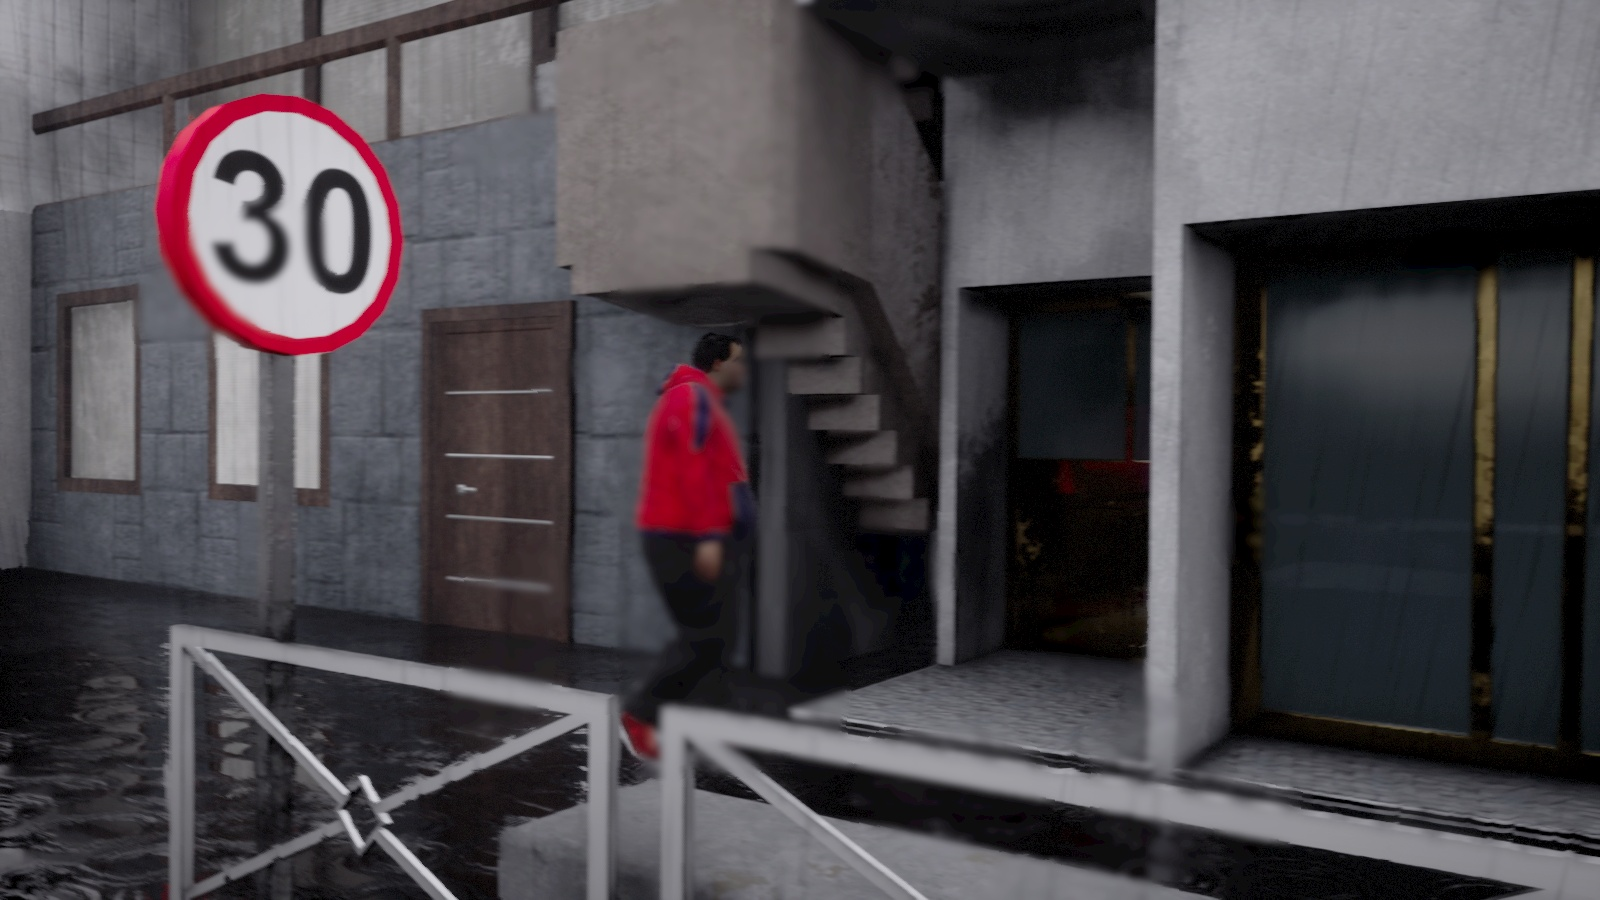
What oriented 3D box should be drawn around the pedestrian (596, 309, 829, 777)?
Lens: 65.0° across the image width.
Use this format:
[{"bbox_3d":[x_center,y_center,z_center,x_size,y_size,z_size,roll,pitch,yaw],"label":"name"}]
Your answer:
[{"bbox_3d":[-0.346,0.364,5.276,0.899,1.844,0.634,-1,1,0],"label":"pedestrian"}]
